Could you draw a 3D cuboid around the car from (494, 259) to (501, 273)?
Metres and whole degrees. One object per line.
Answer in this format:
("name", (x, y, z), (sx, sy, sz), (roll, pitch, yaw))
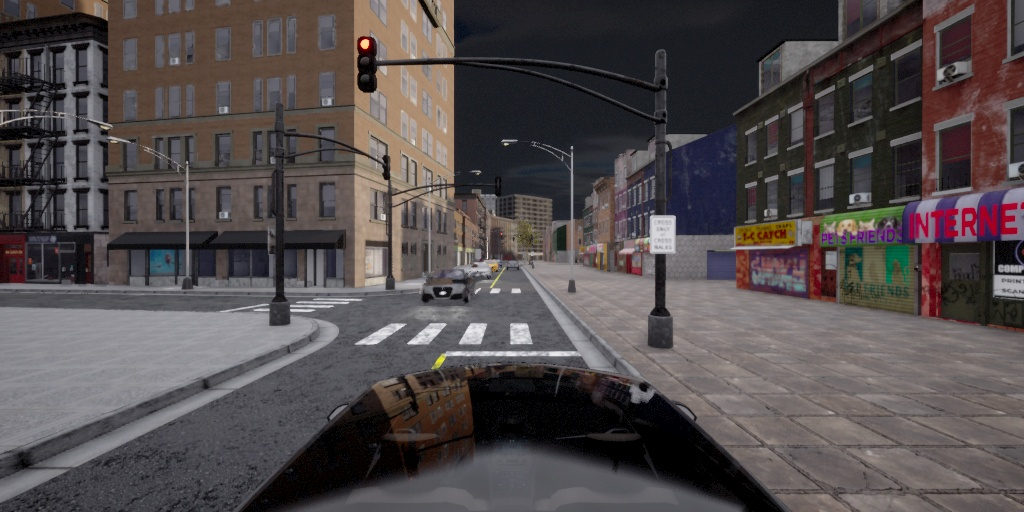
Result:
("car", (-2.744, 1.236, 44.572), (1.882, 1.535, 5.008), (0, 0, 0))

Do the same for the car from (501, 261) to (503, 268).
("car", (-2.627, 1.293, 61.342), (1.812, 1.442, 4.674), (0, 0, 1))

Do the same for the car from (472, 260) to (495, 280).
("car", (-2.784, 1.279, 31.573), (1.812, 1.442, 4.674), (0, 0, 0))

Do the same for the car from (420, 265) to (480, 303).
("car", (-2.819, 1.319, 16.595), (1.994, 1.385, 4.181), (0, 0, 0))

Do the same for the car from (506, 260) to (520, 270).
("car", (0.120, 1.310, 52.780), (2.033, 1.411, 5.357), (0, 0, 0))
